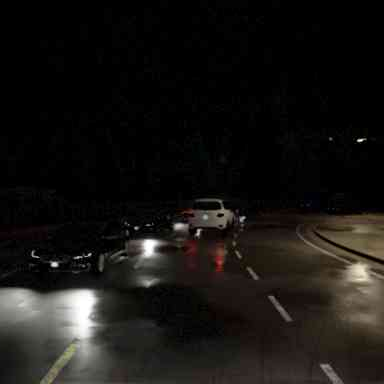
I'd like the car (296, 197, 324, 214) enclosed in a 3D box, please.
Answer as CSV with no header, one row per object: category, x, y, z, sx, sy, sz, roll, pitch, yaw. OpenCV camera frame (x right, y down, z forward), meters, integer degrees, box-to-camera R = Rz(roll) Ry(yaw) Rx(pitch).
car,15.388,1.677,41.577,5.566,2.045,2.150,0,-1,-35

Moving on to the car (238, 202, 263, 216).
car,6.392,1.902,38.213,2.128,1.511,4.902,0,-1,38

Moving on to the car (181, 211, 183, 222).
car,0.675,1.790,29.583,1.882,1.535,5.008,0,-1,23

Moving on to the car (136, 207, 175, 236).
car,-2.412,1.711,20.056,1.837,1.490,4.892,0,-1,13

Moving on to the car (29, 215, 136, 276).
car,-3.348,1.610,10.820,1.837,1.490,4.892,0,-1,3

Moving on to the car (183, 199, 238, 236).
car,1.305,1.434,20.360,2.150,2.045,5.566,0,-1,13

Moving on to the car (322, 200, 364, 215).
car,18.213,1.979,39.444,5.357,1.411,2.033,0,-1,-34
